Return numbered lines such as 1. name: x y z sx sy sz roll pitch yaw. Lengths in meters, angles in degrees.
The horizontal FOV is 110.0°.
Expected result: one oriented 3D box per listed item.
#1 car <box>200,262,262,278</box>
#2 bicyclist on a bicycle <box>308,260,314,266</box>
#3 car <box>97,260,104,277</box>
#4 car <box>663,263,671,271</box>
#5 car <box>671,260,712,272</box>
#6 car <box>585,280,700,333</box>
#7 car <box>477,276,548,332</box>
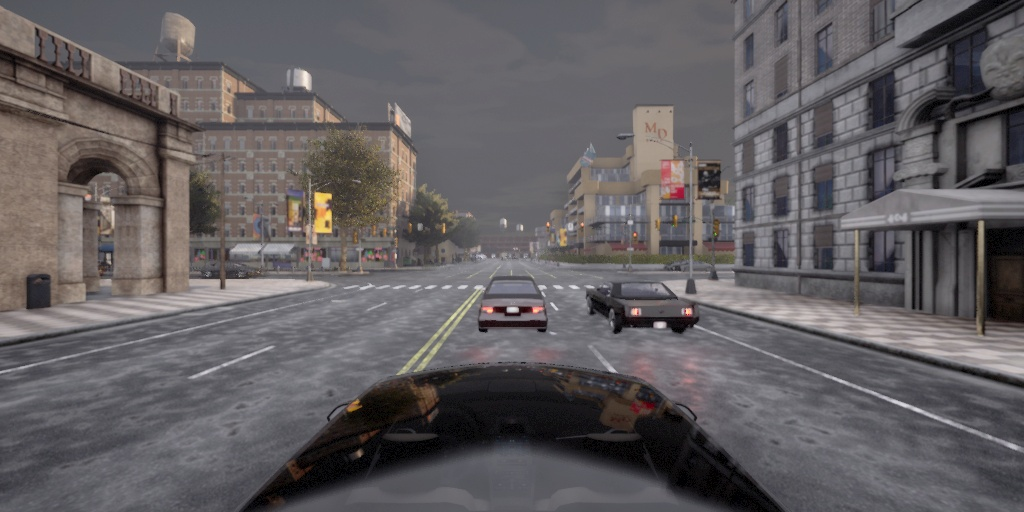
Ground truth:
1. car: -25.752 1.254 32.953 4.892 1.490 1.837 0 0 0
2. bicyclist on a bicycle: -31.392 1.050 55.920 0.582 1.620 1.656 0 0 0
3. car: -41.292 1.227 32.914 5.008 1.535 1.882 0 0 0
4. car: 22.984 1.242 48.282 4.902 1.511 2.128 0 0 0
5. car: 22.691 1.314 44.785 4.181 1.385 1.994 0 0 0
6. car: 3.516 1.351 10.722 1.895 1.301 4.718 0 0 0
7. car: 0.015 1.297 10.839 2.033 1.411 5.357 0 0 0
